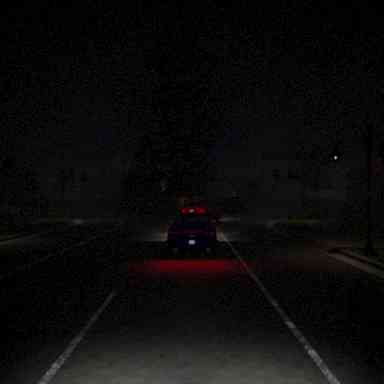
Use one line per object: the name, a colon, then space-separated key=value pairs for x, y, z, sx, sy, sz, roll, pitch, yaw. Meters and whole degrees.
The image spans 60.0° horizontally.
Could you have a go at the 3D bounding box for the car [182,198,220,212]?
car: x=0.778 y=1.520 z=27.057 sx=2.150 sy=2.045 sz=5.566 roll=0 pitch=0 yaw=17

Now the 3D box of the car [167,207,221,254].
car: x=0.019 y=1.633 z=14.230 sx=1.882 sy=1.535 sz=5.008 roll=0 pitch=0 yaw=1
